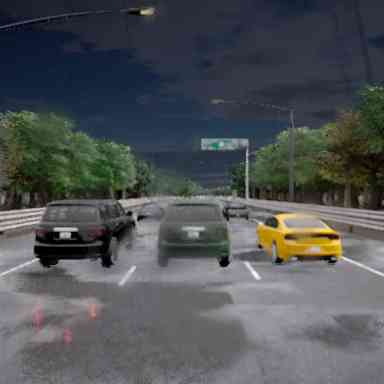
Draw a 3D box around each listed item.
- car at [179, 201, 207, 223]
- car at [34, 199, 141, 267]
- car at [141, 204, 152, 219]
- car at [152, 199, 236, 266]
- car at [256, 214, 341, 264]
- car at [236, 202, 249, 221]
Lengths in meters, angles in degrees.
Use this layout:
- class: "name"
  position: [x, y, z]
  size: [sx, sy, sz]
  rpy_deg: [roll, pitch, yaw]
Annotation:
- class: "car"
  position: [0.070, 1.595, 27.929]
  size: [2.128, 1.511, 4.902]
  rpy_deg: [0, 0, 0]
- class: "car"
  position: [-3.436, 1.263, 11.741]
  size: [2.150, 2.045, 5.566]
  rpy_deg: [0, 0, 0]
- class: "car"
  position: [-3.425, 1.668, 28.371]
  size: [1.994, 1.385, 4.181]
  rpy_deg: [0, 0, 0]
- class: "car"
  position: [0.066, 1.263, 11.838]
  size: [2.150, 2.045, 5.566]
  rpy_deg: [0, 0, 0]
- class: "car"
  position: [3.562, 1.519, 11.989]
  size: [1.882, 1.535, 5.008]
  rpy_deg: [0, -1, 1]
- class: "car"
  position: [3.571, 1.595, 27.909]
  size: [2.128, 1.511, 4.902]
  rpy_deg: [0, 0, 0]
